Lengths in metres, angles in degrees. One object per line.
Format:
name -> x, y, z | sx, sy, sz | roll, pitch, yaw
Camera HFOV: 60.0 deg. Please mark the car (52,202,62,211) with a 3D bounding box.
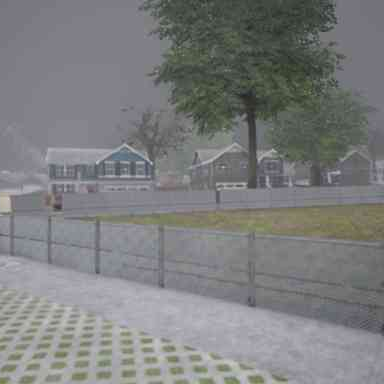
car -> -8.887, 0.977, 27.242 | 4.718, 1.301, 1.895 | -2, -1, -19
